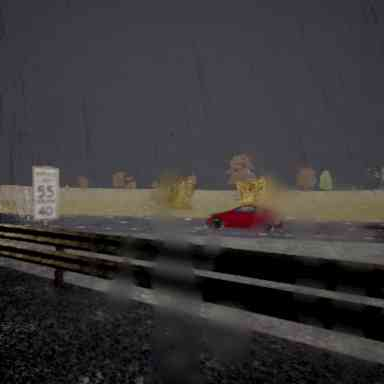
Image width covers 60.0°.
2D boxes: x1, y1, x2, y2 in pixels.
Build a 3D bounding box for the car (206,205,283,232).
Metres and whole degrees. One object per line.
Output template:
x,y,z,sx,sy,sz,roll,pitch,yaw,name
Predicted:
2.906,1.395,18.461,4.181,1.385,1.994,0,0,19,car
